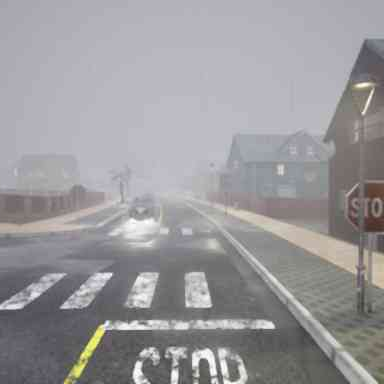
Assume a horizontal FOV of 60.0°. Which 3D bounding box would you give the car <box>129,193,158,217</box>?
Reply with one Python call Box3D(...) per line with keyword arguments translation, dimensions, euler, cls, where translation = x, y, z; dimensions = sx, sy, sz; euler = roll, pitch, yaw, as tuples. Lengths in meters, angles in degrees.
Box3D(translation=(-3.814, 1.089, 26.004), dimensions=(2.128, 1.511, 4.902), euler=(0, 1, -4), cls="car")
